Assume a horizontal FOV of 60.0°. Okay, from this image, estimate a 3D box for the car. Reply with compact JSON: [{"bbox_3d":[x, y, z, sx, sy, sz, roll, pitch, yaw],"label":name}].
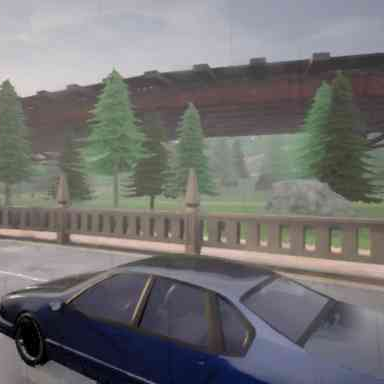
[{"bbox_3d":[-0.219,1.527,4.080,5.357,1.411,2.033,0,0,34],"label":"car"}]
